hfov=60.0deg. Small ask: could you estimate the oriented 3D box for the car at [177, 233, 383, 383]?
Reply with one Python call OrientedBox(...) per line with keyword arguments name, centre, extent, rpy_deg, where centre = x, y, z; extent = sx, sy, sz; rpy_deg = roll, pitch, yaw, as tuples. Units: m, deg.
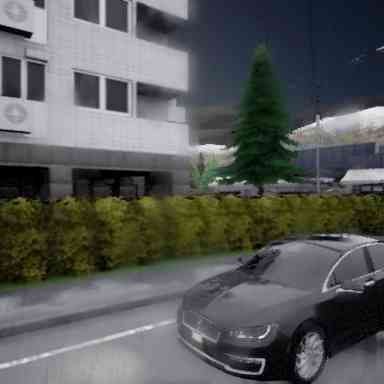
OrientedBox(name="car", centre=(2.042, 1.497, 5.429), extent=(4.892, 1.490, 1.837), rpy_deg=(0, 0, -35))
